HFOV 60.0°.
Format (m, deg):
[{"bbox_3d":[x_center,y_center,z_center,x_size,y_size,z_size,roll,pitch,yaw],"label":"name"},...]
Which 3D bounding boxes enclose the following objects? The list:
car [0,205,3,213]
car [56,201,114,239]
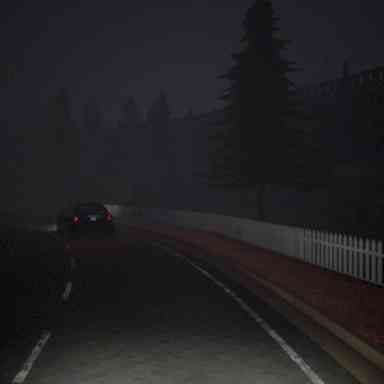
[{"bbox_3d":[-19.426,1.464,29.981,5.357,1.411,2.033,0,0,27],"label":"car"},{"bbox_3d":[-5.758,1.303,17.555,2.097,1.767,4.553,0,0,-31],"label":"car"}]
